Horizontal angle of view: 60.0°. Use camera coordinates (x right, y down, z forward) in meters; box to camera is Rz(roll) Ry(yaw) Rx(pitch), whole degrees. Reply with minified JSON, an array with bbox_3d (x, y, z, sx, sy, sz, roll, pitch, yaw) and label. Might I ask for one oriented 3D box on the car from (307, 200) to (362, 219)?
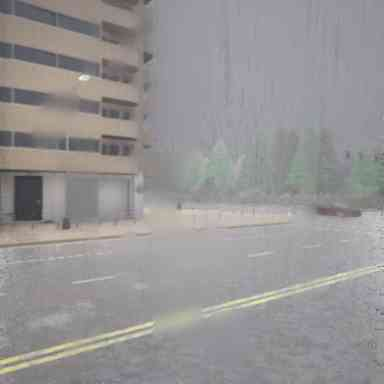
[{"bbox_3d":[12.473,1.512,29.460,1.882,1.535,5.008,0,1,-26],"label":"car"}]
